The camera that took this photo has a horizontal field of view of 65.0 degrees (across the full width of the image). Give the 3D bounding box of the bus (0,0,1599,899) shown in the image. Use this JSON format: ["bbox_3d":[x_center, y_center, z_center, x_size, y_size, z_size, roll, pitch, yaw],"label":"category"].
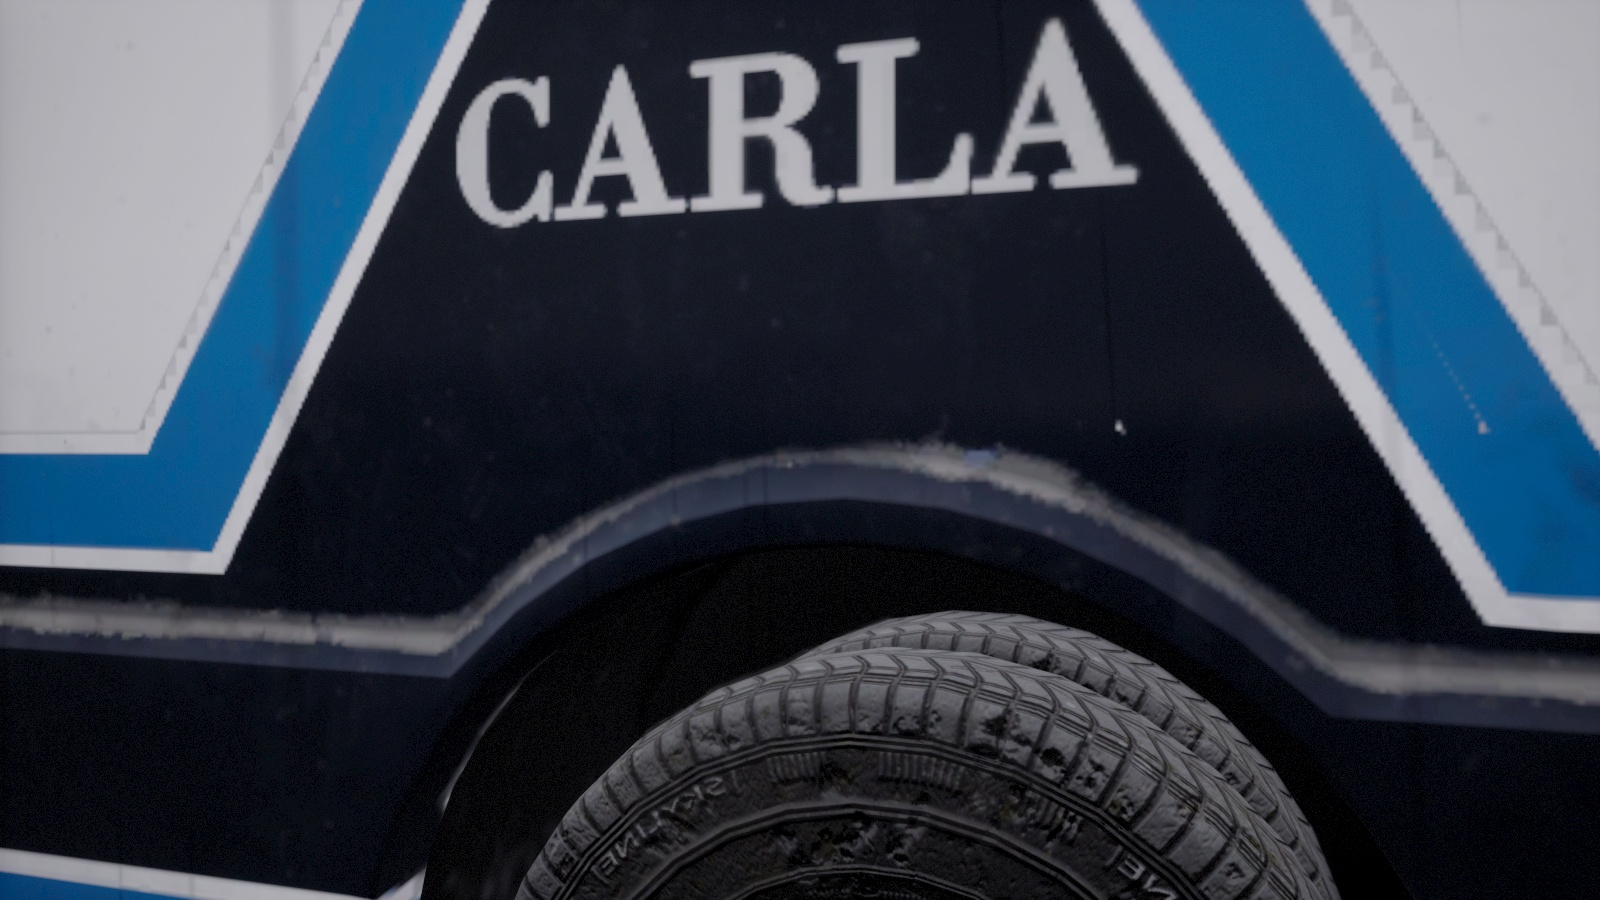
[{"bbox_3d":[3.055,-0.573,2.145,10.273,4.253,3.944,1,1,19],"label":"bus"}]
